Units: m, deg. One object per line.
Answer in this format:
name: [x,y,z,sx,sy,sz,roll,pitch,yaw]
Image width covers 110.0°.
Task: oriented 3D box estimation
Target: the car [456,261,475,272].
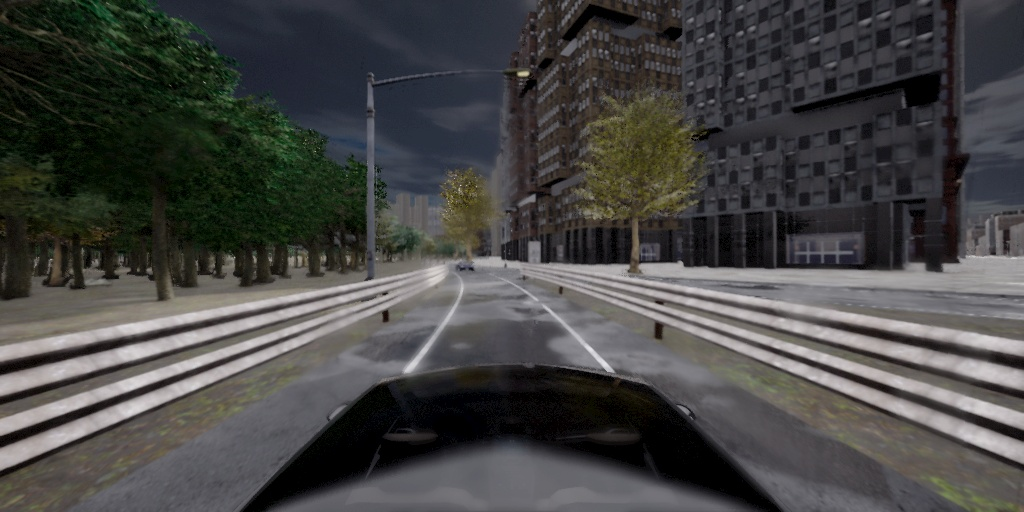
car: [-6.088,1.309,46.049,1.895,1.301,4.718,0,0,-16]
